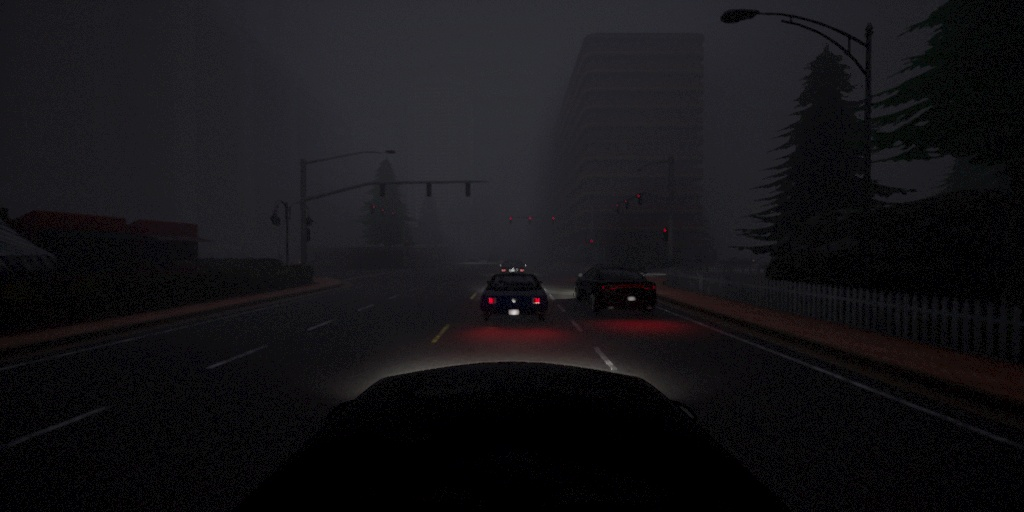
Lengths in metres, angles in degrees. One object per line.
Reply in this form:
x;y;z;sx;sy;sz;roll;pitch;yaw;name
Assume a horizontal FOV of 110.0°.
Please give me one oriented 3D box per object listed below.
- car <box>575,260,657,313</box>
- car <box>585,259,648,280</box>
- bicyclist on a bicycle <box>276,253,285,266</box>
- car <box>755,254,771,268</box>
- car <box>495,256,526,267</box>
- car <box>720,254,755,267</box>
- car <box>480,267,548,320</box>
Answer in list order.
3.579;1.080;13.159;1.882;1.535;5.008;0;1;0;car
8.012;0.984;27.425;4.718;1.301;1.895;-1;1;-30;car
-27.873;0.464;43.118;0.582;1.620;1.656;0;1;0;bicyclist on a bicycle
31.521;0.762;43.030;4.718;1.301;1.895;-1;1;-37;car
0.074;0.965;26.122;2.033;1.411;5.357;0;1;0;car
28.038;0.739;44.839;4.718;1.301;1.895;-1;1;-35;car
0.073;1.218;11.989;1.895;1.301;4.718;0;1;0;car
